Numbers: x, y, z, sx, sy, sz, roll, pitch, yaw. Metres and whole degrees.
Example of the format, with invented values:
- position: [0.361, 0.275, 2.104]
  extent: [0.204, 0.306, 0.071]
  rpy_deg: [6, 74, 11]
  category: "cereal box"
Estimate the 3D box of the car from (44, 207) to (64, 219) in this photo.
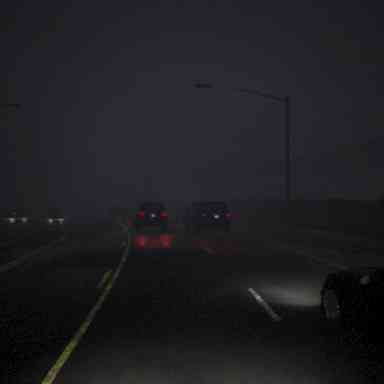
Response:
- position: [-18.125, 2.711, 43.519]
  extent: [2.033, 1.411, 5.357]
  rpy_deg: [0, -2, -31]
  category: "car"

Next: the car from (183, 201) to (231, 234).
- position: [0.901, 1.637, 22.488]
  extent: [2.150, 2.045, 5.566]
  rpy_deg: [0, -2, -12]
  category: "car"

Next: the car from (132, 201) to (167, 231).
- position: [-3.205, 1.724, 24.670]
  extent: [2.150, 2.045, 5.566]
  rpy_deg: [0, -2, -13]
  category: "car"

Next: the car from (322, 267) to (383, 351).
- position: [3.336, 1.550, 4.167]
  extent: [1.812, 1.442, 4.674]
  rpy_deg: [0, -1, -2]
  category: "car"

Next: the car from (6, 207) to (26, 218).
- position: [-24.985, 2.873, 47.079]
  extent: [1.837, 1.490, 4.892]
  rpy_deg: [1, -3, -40]
  category: "car"

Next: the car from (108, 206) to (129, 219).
- position: [-9.230, 2.501, 41.786]
  extent: [2.128, 1.511, 4.902]
  rpy_deg: [0, -2, -25]
  category: "car"
